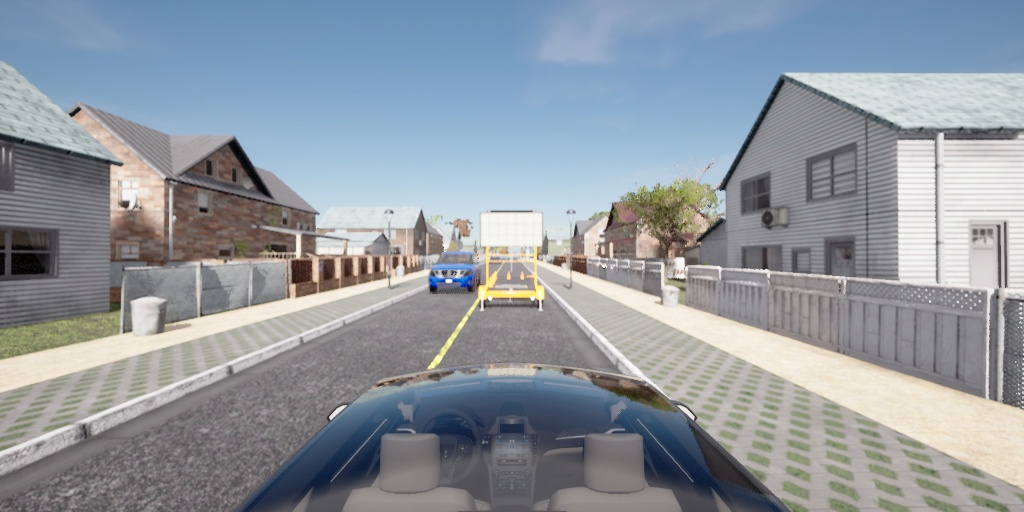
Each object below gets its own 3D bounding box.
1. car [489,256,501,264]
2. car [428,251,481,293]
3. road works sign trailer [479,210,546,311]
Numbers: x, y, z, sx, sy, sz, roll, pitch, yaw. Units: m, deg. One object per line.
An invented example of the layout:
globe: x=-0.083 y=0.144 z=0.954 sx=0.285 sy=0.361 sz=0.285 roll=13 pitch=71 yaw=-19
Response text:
car: x=-2.959 y=0.669 z=62.171 sx=1.994 sy=1.385 sz=4.181 roll=0 pitch=1 yaw=0
car: x=-2.895 y=0.758 z=19.151 sx=2.150 sy=2.045 sz=5.566 roll=0 pitch=1 yaw=0
road works sign trailer: x=-0.018 y=0.065 z=13.686 sx=2.380 sy=3.560 sz=2.880 roll=0 pitch=0 yaw=0
